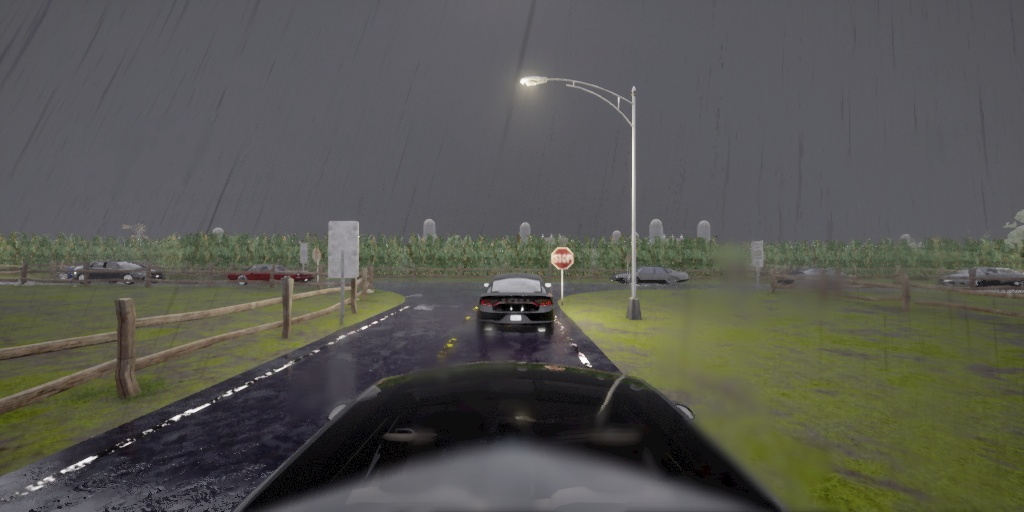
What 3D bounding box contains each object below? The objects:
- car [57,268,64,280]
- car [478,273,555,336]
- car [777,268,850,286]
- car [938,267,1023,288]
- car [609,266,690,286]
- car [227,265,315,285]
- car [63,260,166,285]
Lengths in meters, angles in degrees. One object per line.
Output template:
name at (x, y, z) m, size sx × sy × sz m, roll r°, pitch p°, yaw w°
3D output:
car at (-30.327, 1.058, 26.449) m, size 5.008 × 1.535 × 1.882 m, roll 0°, pitch -1°, yaw 0°
car at (0.152, 1.230, 10.478) m, size 1.882 × 1.535 × 5.008 m, roll 0°, pitch 0°, yaw 2°
car at (21.834, 1.529, 26.063) m, size 4.181 × 1.385 × 1.994 m, roll 1°, pitch -1°, yaw 0°
car at (34.008, 1.559, 25.966) m, size 4.902 × 1.511 × 2.128 m, roll 0°, pitch -1°, yaw 0°
car at (9.962, 1.416, 26.151) m, size 5.357 × 1.411 × 2.033 m, roll 0°, pitch -1°, yaw 0°
car at (-15.569, 1.229, 23.353) m, size 4.718 × 1.301 × 1.895 m, roll 0°, pitch -1°, yaw 2°
car at (-25.609, 1.066, 23.463) m, size 4.892 × 1.490 × 1.837 m, roll 0°, pitch -1°, yaw 1°
